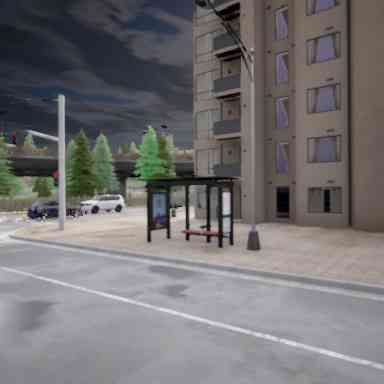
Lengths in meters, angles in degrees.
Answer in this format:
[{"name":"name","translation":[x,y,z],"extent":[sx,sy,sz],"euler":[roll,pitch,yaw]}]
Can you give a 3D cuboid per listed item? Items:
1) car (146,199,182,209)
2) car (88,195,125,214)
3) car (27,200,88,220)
[{"name":"car","translation":[-3.750,1.705,46.114],"extent":[2.033,1.411,5.357],"euler":[-1,0,44]},{"name":"car","translation":[-10.256,1.383,38.151],"extent":[2.150,2.045,5.566],"euler":[-1,0,37]},{"name":"car","translation":[-12.035,1.489,29.583],"extent":[2.097,1.767,4.553],"euler":[-1,0,36]}]
